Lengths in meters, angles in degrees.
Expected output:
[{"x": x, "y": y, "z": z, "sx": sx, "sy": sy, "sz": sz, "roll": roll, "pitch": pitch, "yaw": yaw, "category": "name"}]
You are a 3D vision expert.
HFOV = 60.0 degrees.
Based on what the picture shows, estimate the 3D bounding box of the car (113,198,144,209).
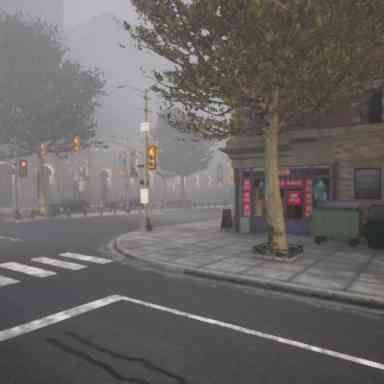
[{"x": -8.038, "y": 1.511, "z": 45.536, "sx": 1.812, "sy": 1.442, "sz": 4.674, "roll": 0, "pitch": 0, "yaw": 36, "category": "car"}]

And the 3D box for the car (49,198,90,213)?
[{"x": -13.875, "y": 1.490, "z": 37.444, "sx": 1.837, "sy": 1.490, "sz": 4.892, "roll": 0, "pitch": 0, "yaw": 36, "category": "car"}]

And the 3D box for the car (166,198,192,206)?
[{"x": -2.148, "y": 1.586, "z": 53.733, "sx": 1.895, "sy": 1.301, "sz": 4.718, "roll": 0, "pitch": 0, "yaw": 36, "category": "car"}]

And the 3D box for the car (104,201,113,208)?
[{"x": -10.251, "y": 1.578, "z": 47.876, "sx": 1.895, "sy": 1.301, "sz": 4.718, "roll": 0, "pitch": 0, "yaw": 36, "category": "car"}]
